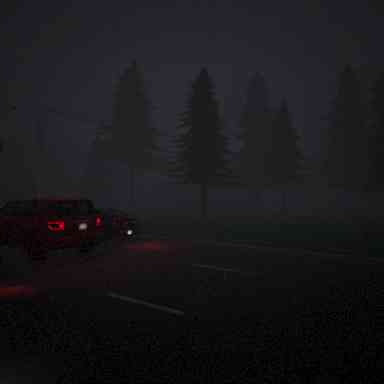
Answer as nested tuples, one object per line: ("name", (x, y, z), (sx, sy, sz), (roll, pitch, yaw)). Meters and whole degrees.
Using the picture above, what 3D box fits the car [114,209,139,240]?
("car", (-4.676, 1.495, 15.780), (4.892, 1.490, 1.837), (0, 0, 35))

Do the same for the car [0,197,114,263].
("car", (-5.684, 1.210, 12.215), (5.566, 2.045, 2.150), (0, 0, 35))

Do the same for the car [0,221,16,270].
("car", (-7.241, 1.539, 9.032), (5.357, 1.411, 2.033), (0, 0, 35))
